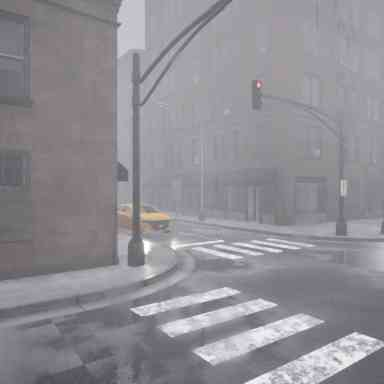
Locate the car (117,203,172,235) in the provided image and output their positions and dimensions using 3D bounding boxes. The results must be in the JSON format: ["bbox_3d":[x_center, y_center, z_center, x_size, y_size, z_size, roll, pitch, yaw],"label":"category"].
[{"bbox_3d":[-2.931,1.382,18.392,1.882,1.535,5.008,0,0,-34],"label":"car"}]
